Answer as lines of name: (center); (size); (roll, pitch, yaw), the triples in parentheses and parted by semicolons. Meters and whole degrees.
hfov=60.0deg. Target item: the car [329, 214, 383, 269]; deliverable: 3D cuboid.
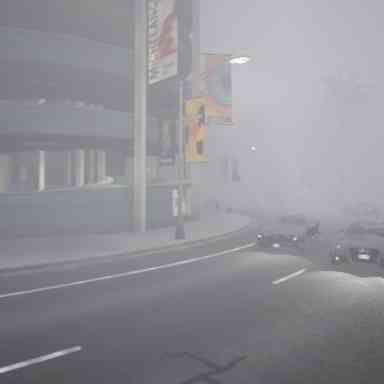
car: (6.009, 1.678, 11.151); (1.994, 1.385, 4.181); (0, 0, 34)

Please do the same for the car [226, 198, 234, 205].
car: (7.639, 2.116, 75.676); (2.231, 1.521, 4.892); (0, -1, -26)

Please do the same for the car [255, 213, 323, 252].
car: (4.599, 1.687, 15.028); (2.033, 1.411, 5.357); (0, -1, 31)

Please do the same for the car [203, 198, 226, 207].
car: (3.730, 1.849, 60.424); (2.097, 1.767, 4.553); (0, 0, -25)

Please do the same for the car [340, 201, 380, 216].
car: (16.342, 1.677, 32.585); (2.097, 1.767, 4.553); (0, -1, 1)
